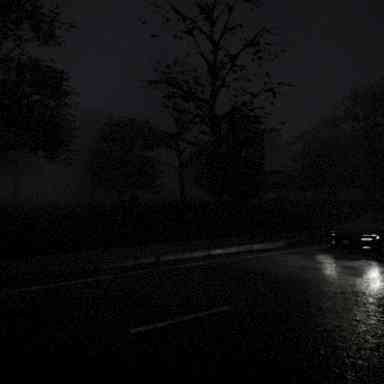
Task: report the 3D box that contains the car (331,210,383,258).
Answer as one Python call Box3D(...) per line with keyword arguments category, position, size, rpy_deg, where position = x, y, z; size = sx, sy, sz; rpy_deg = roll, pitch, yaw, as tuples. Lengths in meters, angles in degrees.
Box3D(category="car", position=(7.445, 1.430, 12.651), size=(5.008, 1.535, 1.882), rpy_deg=(0, 0, -30))
